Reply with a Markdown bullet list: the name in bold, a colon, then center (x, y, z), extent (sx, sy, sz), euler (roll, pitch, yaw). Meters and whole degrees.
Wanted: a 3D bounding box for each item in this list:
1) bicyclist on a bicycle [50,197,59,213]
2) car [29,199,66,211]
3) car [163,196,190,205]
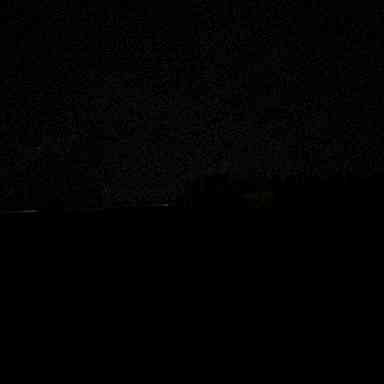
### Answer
- **bicyclist on a bicycle**: center (-14.263, 1.325, 34.536), extent (1.656, 1.620, 0.582), euler (0, 0, 36)
- **car**: center (-17.475, 1.506, 40.321), extent (1.994, 1.385, 4.181), euler (-1, -1, 36)
- **car**: center (-2.173, 1.379, 56.694), extent (1.882, 1.535, 5.008), euler (-1, -1, 36)
